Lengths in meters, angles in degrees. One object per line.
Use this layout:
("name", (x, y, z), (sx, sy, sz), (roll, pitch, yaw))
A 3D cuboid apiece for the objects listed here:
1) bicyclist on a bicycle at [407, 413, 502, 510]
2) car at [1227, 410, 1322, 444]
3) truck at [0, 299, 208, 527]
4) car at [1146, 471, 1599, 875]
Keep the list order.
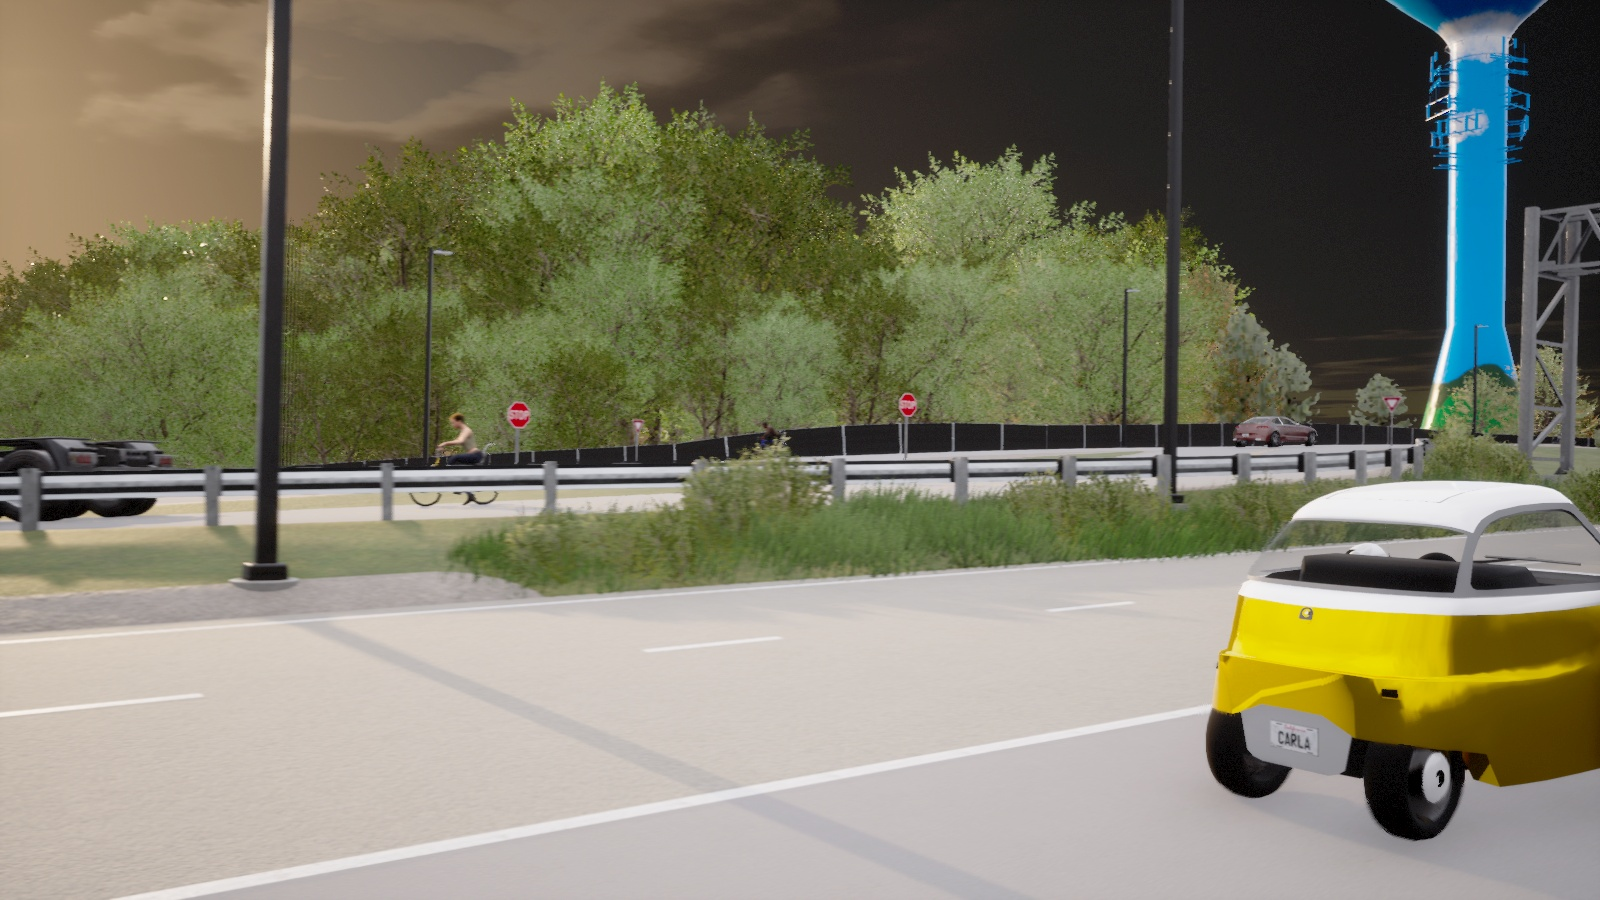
("bicyclist on a bicycle", (-5.976, 0.189, 21.697), (1.509, 1.612, 0.866), (-2, 0, -18))
("car", (24.599, -1.201, 65.023), (5.027, 1.651, 2.152), (-1, 1, -36))
("truck", (-14.622, -0.414, 21.200), (7.936, 3.462, 2.891), (-2, -1, 6))
("car", (2.892, 0.808, 5.671), (2.207, 1.376, 1.481), (0, 0, -35))
